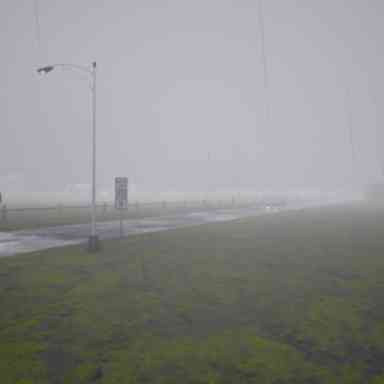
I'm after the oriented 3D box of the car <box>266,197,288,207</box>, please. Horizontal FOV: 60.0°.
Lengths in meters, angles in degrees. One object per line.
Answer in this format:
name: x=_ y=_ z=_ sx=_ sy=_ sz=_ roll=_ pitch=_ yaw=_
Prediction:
car: x=13.039 y=1.502 z=50.636 sx=2.033 sy=1.411 sz=5.357 roll=1 pitch=0 yaw=33
